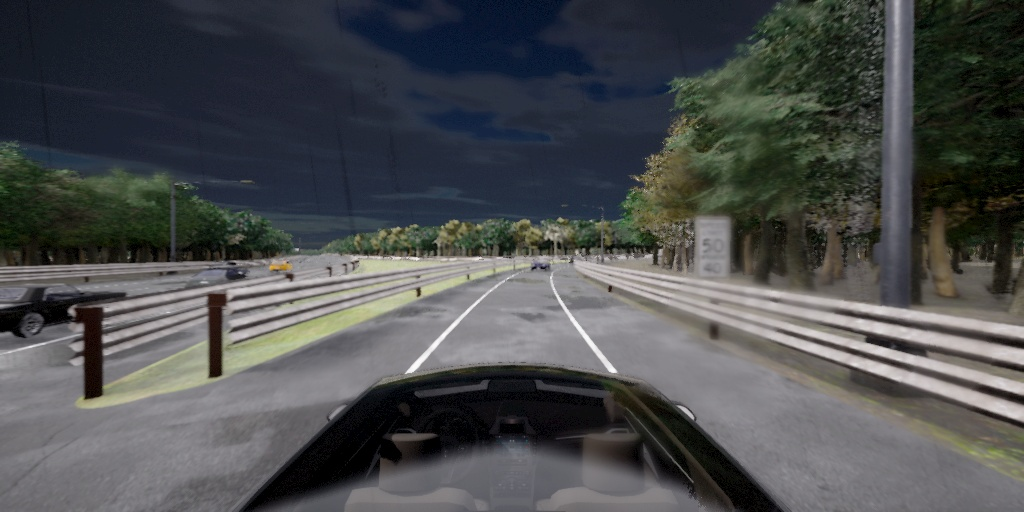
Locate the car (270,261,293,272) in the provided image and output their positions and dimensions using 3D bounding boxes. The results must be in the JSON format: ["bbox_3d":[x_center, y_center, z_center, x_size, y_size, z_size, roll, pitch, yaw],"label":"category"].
[{"bbox_3d":[-30.592,1.355,47.643,1.882,1.535,5.008,0,0,-21],"label":"car"}]

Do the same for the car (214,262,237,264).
[{"bbox_3d":[-24.075,1.438,30.405,1.895,1.301,4.718,0,0,-20],"label":"car"}]

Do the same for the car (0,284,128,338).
[{"bbox_3d":[-13.518,1.436,10.167,1.895,1.301,4.718,0,0,-18],"label":"car"}]

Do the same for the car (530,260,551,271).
[{"bbox_3d":[3.496,1.079,42.842,1.895,1.301,4.718,1,0,13],"label":"car"}]

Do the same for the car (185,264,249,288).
[{"bbox_3d":[-17.267,1.404,21.274,1.994,1.385,4.181,0,0,-19],"label":"car"}]
